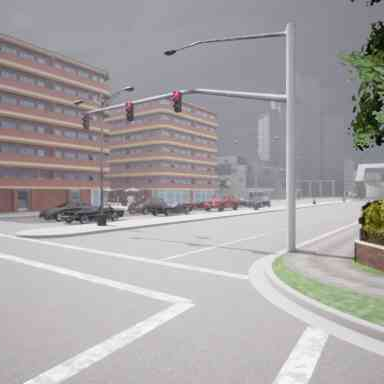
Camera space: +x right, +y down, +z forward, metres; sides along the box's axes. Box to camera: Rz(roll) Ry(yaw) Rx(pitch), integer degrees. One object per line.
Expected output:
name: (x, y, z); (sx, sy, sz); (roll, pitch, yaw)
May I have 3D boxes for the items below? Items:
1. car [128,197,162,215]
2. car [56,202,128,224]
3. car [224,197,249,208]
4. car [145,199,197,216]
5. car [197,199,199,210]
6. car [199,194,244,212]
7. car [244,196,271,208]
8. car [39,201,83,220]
car: (-4.562, 1.357, 34.649); (2.097, 1.767, 4.553); (0, 0, 35)
car: (-7.364, 1.605, 24.903); (1.895, 1.301, 4.718); (0, 0, 33)
car: (6.746, 1.530, 50.123); (1.812, 1.442, 4.674); (0, 0, 36)
car: (-1.952, 1.603, 32.299); (1.895, 1.301, 4.718); (0, 0, 36)
car: (0.693, 1.606, 41.864); (1.895, 1.301, 4.718); (0, 0, 36)
car: (3.625, 1.225, 39.942); (2.150, 2.045, 5.566); (0, 0, 36)
car: (9.680, 1.356, 48.206); (2.097, 1.767, 4.553); (0, 0, 36)
car: (-9.967, 1.510, 27.238); (1.837, 1.490, 4.892); (0, 0, 36)
